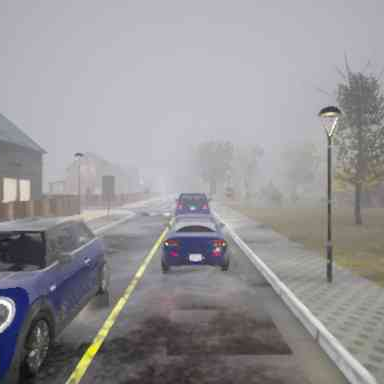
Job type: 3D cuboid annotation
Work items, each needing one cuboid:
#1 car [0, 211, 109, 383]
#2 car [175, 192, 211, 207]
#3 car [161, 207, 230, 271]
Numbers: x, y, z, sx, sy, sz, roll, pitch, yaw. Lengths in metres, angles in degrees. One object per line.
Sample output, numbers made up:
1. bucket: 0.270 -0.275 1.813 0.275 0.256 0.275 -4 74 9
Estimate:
1. car: -2.848 1.286 5.359 2.097 1.767 4.553 0 1 0
2. car: 0.058 0.979 21.188 2.150 2.045 5.566 0 1 0
3. car: 0.084 1.403 10.347 1.812 1.442 4.674 0 0 0
